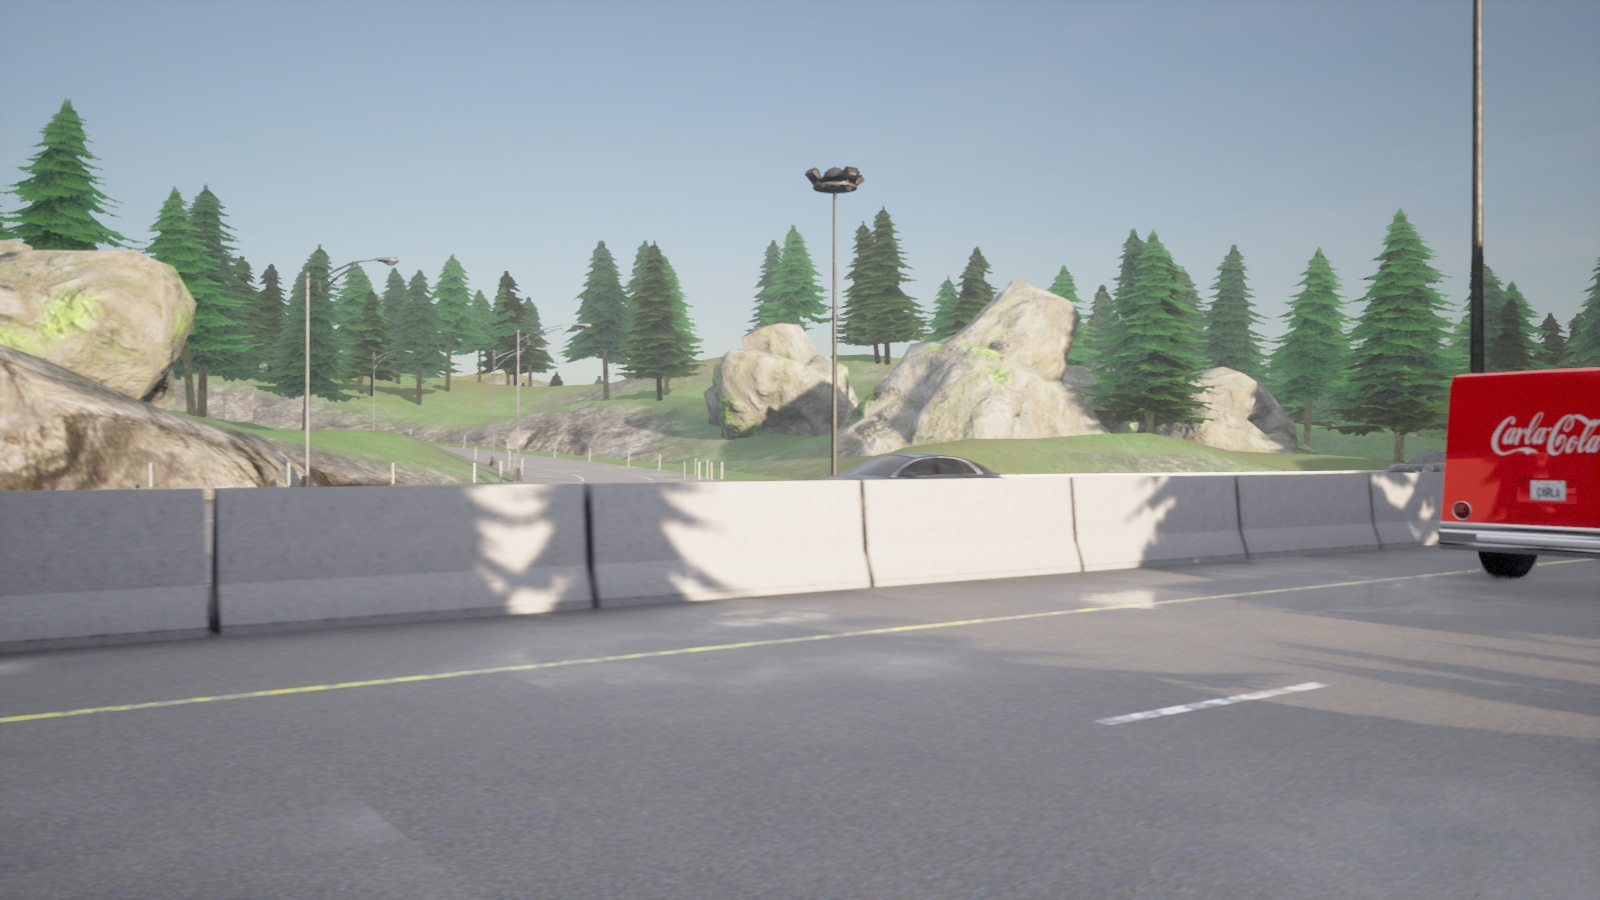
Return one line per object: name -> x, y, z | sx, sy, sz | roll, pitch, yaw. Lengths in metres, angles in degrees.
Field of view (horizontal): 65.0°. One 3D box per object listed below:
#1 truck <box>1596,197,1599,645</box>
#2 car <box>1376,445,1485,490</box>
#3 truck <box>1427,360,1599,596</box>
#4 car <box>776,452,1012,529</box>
truck -> 10.248, -0.232, 10.796 | 7.936, 3.462, 2.891 | 0, 0, -35
car -> 25.898, 0.675, 51.535 | 4.553, 1.767, 2.097 | 0, 0, -35
truck -> 10.206, 0.278, 15.032 | 5.204, 2.467, 2.627 | 0, 0, -35
car -> 2.035, 0.812, 26.397 | 4.892, 1.490, 1.837 | 1, -1, -35
